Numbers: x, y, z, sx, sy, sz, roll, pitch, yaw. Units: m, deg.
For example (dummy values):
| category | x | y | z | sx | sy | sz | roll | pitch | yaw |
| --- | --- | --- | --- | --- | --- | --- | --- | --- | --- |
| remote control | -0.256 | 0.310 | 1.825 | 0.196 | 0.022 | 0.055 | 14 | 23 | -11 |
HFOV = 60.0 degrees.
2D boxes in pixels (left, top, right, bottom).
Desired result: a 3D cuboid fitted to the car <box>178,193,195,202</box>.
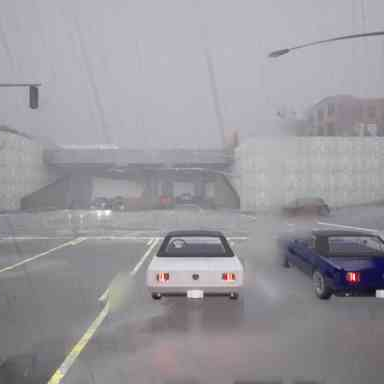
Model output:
| category | x | y | z | sx | sy | sz | roll | pitch | yaw |
| --- | --- | --- | --- | --- | --- | --- | --- | --- | --- |
| car | -1.272 | 1.223 | 75.473 | 2.150 | 2.045 | 5.566 | 0 | 0 | 6 |

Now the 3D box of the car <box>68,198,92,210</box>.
| category | x | y | z | sx | sy | sz | roll | pitch | yaw |
| --- | --- | --- | --- | --- | --- | --- | --- | --- | --- |
| car | -14.783 | 1.525 | 44.111 | 1.812 | 1.442 | 4.674 | 0 | 0 | -2 |

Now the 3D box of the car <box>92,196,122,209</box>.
| category | x | y | z | sx | sy | sz | roll | pitch | yaw |
| --- | --- | --- | --- | --- | --- | --- | --- | --- | --- |
| car | -11.293 | 1.491 | 44.548 | 2.128 | 1.511 | 4.902 | 0 | 0 | -1 |

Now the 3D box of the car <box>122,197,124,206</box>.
| category | x | y | z | sx | sy | sz | roll | pitch | yaw |
| --- | --- | --- | --- | --- | --- | --- | --- | --- | --- |
| car | -11.534 | 1.547 | 54.369 | 2.033 | 1.411 | 5.357 | 0 | 0 | -1 |

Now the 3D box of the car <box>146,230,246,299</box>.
| category | x | y | z | sx | sy | sz | roll | pitch | yaw |
| --- | --- | --- | --- | --- | --- | --- | --- | --- | --- |
| car | 0.078 | 1.601 | 8.380 | 1.895 | 1.301 | 4.718 | 0 | 0 | 0 |

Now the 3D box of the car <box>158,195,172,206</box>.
| category | x | y | z | sx | sy | sz | roll | pitch | yaw |
| --- | --- | --- | --- | --- | --- | --- | --- | --- | --- |
| car | -4.312 | 1.351 | 53.202 | 2.097 | 1.767 | 4.553 | 0 | 0 | -1 |

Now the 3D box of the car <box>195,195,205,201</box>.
| category | x | y | z | sx | sy | sz | roll | pitch | yaw |
| --- | --- | --- | --- | --- | --- | --- | --- | --- | --- |
| car | 1.425 | 1.536 | 85.540 | 2.033 | 1.411 | 5.357 | 0 | 0 | 28 |

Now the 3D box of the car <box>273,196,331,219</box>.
| category | x | y | z | sx | sy | sz | roll | pitch | yaw |
| --- | --- | --- | --- | --- | --- | --- | --- | --- | --- |
| car | 9.313 | 1.288 | 28.560 | 4.553 | 1.767 | 2.097 | -3 | 0 | 2 |

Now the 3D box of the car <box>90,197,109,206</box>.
| category | x | y | z | sx | sy | sz | roll | pitch | yaw |
| --- | --- | --- | --- | --- | --- | --- | --- | --- | --- |
| car | -15.029 | 1.525 | 54.204 | 1.812 | 1.442 | 4.674 | 0 | 0 | -1 |

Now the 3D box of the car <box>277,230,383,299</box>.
| category | x | y | z | sx | sy | sz | roll | pitch | yaw |
| --- | --- | --- | --- | --- | --- | --- | --- | --- | --- |
| car | 3.578 | 1.601 | 8.391 | 1.895 | 1.301 | 4.718 | 0 | 0 | 0 |

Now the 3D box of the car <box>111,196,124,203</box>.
| category | x | y | z | sx | sy | sz | roll | pitch | yaw |
| --- | --- | --- | --- | --- | --- | --- | --- | --- | --- |
| car | -15.309 | 1.524 | 68.887 | 1.812 | 1.442 | 4.674 | 0 | 0 | -1 |

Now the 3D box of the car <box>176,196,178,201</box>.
| category | x | y | z | sx | sy | sz | roll | pitch | yaw |
| --- | --- | --- | --- | --- | --- | --- | --- | --- | --- |
| car | -2.423 | 1.477 | 85.456 | 1.882 | 1.535 | 5.008 | 0 | 0 | 24 |
